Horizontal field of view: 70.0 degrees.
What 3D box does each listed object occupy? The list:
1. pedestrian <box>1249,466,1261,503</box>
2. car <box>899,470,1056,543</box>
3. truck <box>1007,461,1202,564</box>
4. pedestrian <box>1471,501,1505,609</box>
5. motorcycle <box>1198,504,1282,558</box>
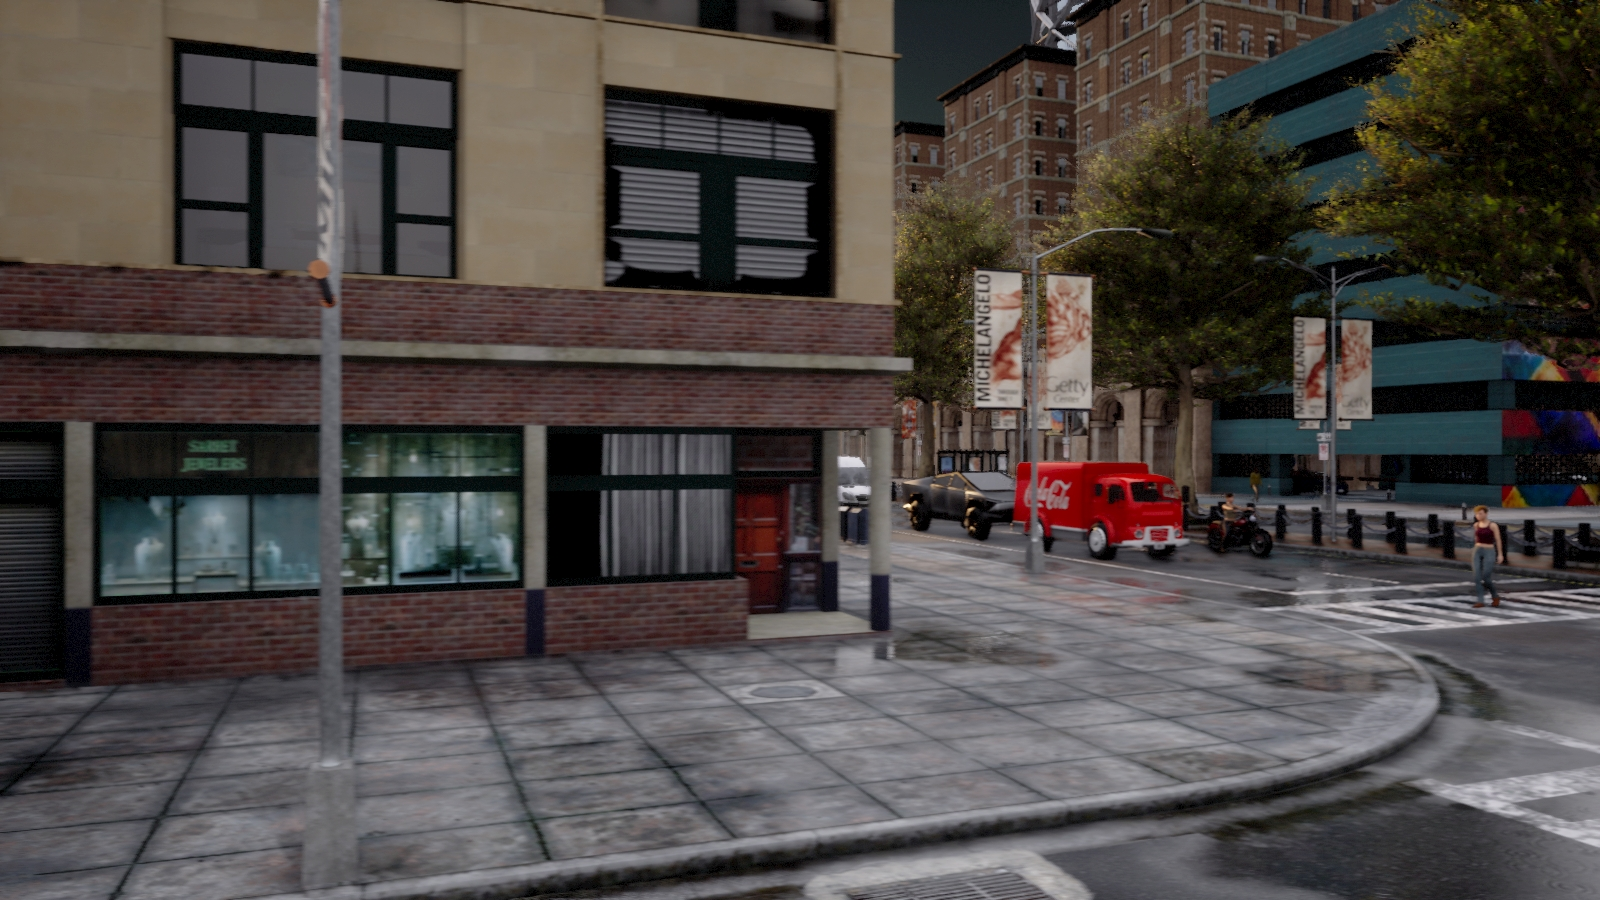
[{"bbox_3d":[22.534,1.701,56.579,0.375,1.860,0.375,0,0,-19],"label":"pedestrian"},{"bbox_3d":[5.690,1.756,37.837,2.390,2.098,6.274,0,0,-20],"label":"car"},{"bbox_3d":[8.144,1.567,31.187,2.627,2.467,5.204,0,0,-20],"label":"truck"},{"bbox_3d":[12.202,1.851,20.272,0.375,1.860,0.375,0,0,-27],"label":"pedestrian"},{"bbox_3d":[11.919,2.173,31.052,0.764,1.277,2.356,0,0,-20],"label":"motorcycle"}]
